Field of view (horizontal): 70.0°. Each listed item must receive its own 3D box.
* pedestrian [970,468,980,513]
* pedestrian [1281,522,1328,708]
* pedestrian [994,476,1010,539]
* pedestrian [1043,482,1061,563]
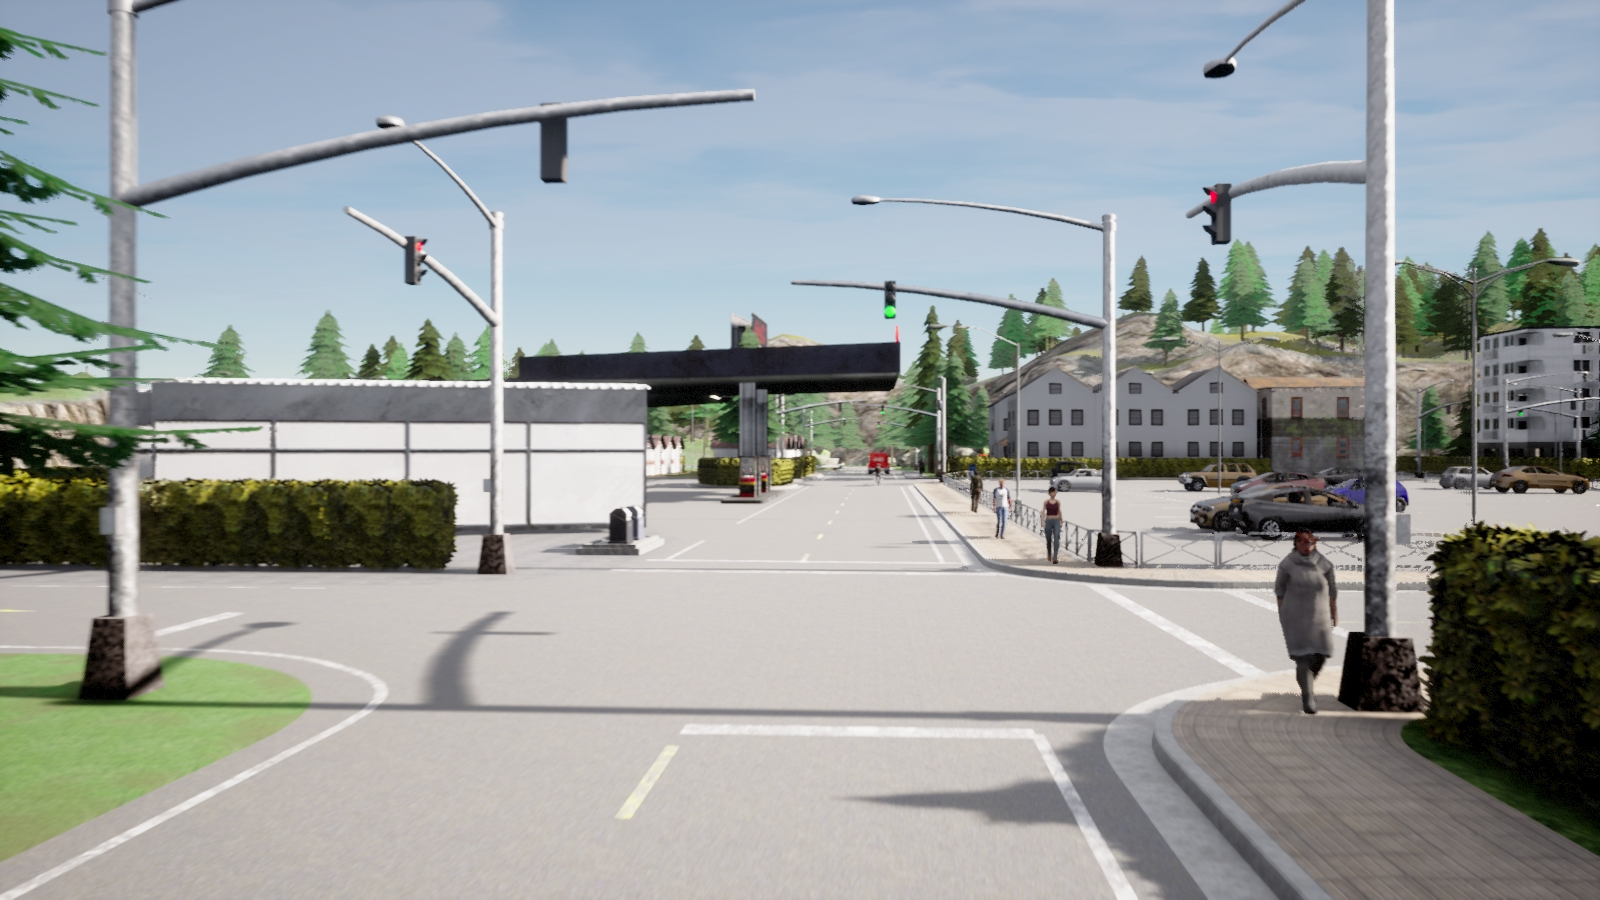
[{"bbox_3d":[7.328,1.694,47.745,0.375,1.860,0.375,0,0,3],"label":"pedestrian"},{"bbox_3d":[5.227,1.694,11.853,0.375,1.860,0.375,0,0,12],"label":"pedestrian"},{"bbox_3d":[5.999,1.695,33.935,0.375,1.860,0.375,0,0,-1],"label":"pedestrian"},{"bbox_3d":[5.900,1.695,26.746,0.375,1.860,0.375,0,0,4],"label":"pedestrian"}]
